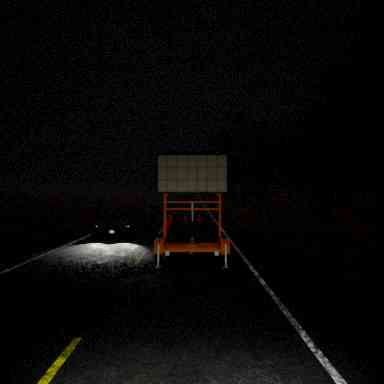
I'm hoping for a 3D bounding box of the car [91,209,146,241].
[{"bbox_3d":[-3.494,1.523,16.456,1.994,1.385,4.181,0,0,0],"label":"car"}]

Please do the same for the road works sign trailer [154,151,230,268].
[{"bbox_3d":[0.015,0.444,11.194,2.380,3.560,2.880,0,0,1],"label":"road works sign trailer"}]
